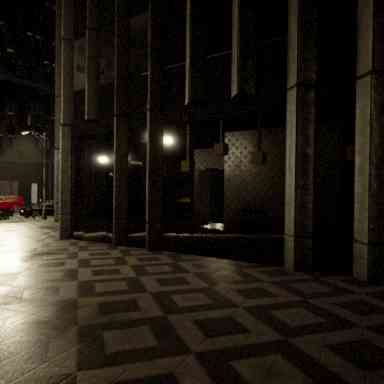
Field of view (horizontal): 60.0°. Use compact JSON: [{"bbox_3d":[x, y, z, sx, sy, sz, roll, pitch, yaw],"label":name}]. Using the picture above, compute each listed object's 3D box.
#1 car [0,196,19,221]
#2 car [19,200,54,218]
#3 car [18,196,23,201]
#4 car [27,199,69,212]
[{"bbox_3d":[-17.118,1.463,26.616,2.192,1.841,5.009,1,0,35],"label":"car"},{"bbox_3d":[-13.865,1.742,31.227,1.947,1.339,4.313,1,0,35],"label":"car"},{"bbox_3d":[-20.818,1.353,36.152,2.192,1.841,5.009,1,0,35],"label":"car"},{"bbox_3d":[-17.565,1.634,40.761,1.947,1.339,4.313,1,0,35],"label":"car"}]
